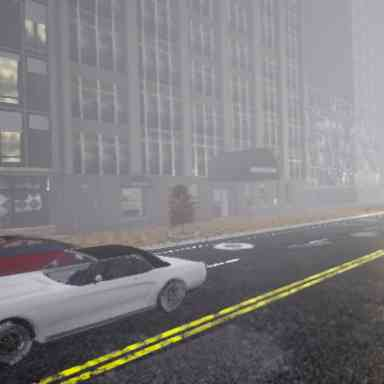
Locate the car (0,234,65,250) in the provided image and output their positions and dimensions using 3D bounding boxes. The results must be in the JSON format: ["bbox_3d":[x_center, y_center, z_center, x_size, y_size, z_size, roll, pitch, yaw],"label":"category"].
[{"bbox_3d":[-4.564,1.783,8.239,4.181,1.385,1.994,0,-1,-44],"label":"car"}]

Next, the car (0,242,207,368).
[{"bbox_3d":[-1.977,1.739,6.216,4.718,1.301,1.895,0,-1,-44],"label":"car"}]
